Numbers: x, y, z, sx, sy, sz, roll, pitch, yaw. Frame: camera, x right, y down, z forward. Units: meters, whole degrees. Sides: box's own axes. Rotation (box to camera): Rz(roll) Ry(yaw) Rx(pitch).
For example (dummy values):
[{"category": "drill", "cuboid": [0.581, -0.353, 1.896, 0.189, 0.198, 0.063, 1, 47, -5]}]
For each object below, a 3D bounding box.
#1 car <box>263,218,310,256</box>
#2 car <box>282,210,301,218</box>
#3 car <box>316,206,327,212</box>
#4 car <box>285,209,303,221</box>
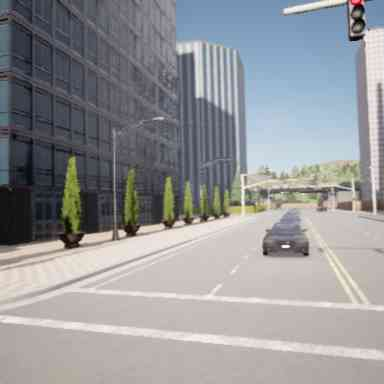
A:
[{"category": "car", "cuboid": [4.562, 2.192, 16.022, 1.994, 1.385, 4.181, -2, -3, 17]}, {"category": "car", "cuboid": [8.848, 2.659, 29.623, 2.033, 1.411, 5.357, -2, -3, 17]}, {"category": "car", "cuboid": [34.599, 4.491, 87.787, 1.837, 1.490, 4.892, -2, -3, 17]}, {"category": "car", "cuboid": [14.216, 3.209, 46.350, 2.128, 1.511, 4.902, -2, -3, 17]}]
